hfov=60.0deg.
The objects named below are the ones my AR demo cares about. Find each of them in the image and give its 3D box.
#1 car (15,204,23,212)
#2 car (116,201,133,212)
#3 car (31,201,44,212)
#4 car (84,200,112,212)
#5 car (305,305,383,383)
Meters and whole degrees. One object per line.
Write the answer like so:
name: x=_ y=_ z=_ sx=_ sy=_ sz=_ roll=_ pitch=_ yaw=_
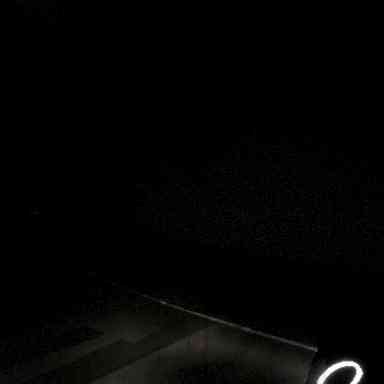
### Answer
car: x=-23.140 y=1.912 z=40.920 sx=1.895 sy=1.301 sz=4.718 roll=0 pitch=0 yaw=12
car: x=-8.050 y=1.808 z=42.843 sx=1.994 sy=1.385 sz=4.181 roll=0 pitch=0 yaw=14
car: x=-18.930 y=1.866 z=43.455 sx=1.994 sy=1.385 sz=4.181 roll=0 pitch=0 yaw=14
car: x=-11.898 y=1.786 z=42.083 sx=1.812 sy=1.442 sz=4.674 roll=0 pitch=0 yaw=13
car: x=3.032 y=1.346 z=1.939 sx=4.553 sy=1.767 sz=2.097 roll=0 pitch=0 yaw=36
